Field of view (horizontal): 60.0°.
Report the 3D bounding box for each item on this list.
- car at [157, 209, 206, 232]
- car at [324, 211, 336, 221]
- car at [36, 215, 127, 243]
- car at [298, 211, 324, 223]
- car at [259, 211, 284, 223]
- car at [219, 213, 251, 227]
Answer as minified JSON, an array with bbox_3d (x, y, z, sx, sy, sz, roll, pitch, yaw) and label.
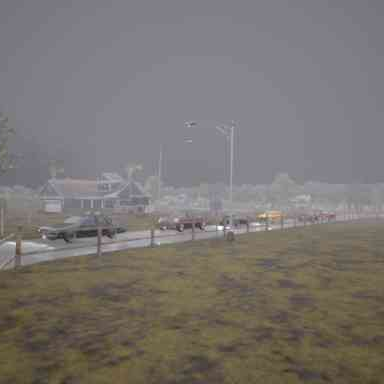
[{"bbox_3d":[-0.794,2.277,27.516,2.097,1.767,4.553,0,-2,35],"label":"car"},{"bbox_3d":[22.373,3.903,54.935,1.882,1.535,5.008,0,-3,35],"label":"car"},{"bbox_3d":[-6.291,2.094,19.730,2.033,1.411,5.357,0,-2,34],"label":"car"},{"bbox_3d":[16.427,3.478,46.596,2.128,1.511,4.902,0,-2,36],"label":"car"},{"bbox_3d":[10.332,3.192,43.066,1.882,1.535,5.008,0,-2,36],"label":"car"},{"bbox_3d":[4.531,2.863,34.981,1.994,1.385,4.181,0,-2,35],"label":"car"}]
